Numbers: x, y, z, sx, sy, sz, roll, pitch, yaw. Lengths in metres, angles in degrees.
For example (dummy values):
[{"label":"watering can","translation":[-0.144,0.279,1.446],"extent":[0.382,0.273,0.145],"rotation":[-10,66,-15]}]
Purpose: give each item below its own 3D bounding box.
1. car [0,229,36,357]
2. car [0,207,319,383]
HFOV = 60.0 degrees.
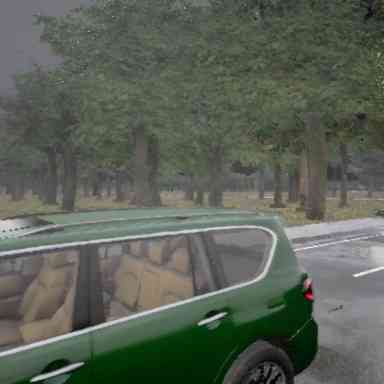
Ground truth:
[{"label":"car","translation":[-4.864,1.509,4.209],"extent":[4.902,1.511,2.128],"rotation":[-1,0,-35]},{"label":"car","translation":[-1.267,1.216,2.783],"extent":[5.566,2.045,2.150],"rotation":[-1,0,-35]}]
